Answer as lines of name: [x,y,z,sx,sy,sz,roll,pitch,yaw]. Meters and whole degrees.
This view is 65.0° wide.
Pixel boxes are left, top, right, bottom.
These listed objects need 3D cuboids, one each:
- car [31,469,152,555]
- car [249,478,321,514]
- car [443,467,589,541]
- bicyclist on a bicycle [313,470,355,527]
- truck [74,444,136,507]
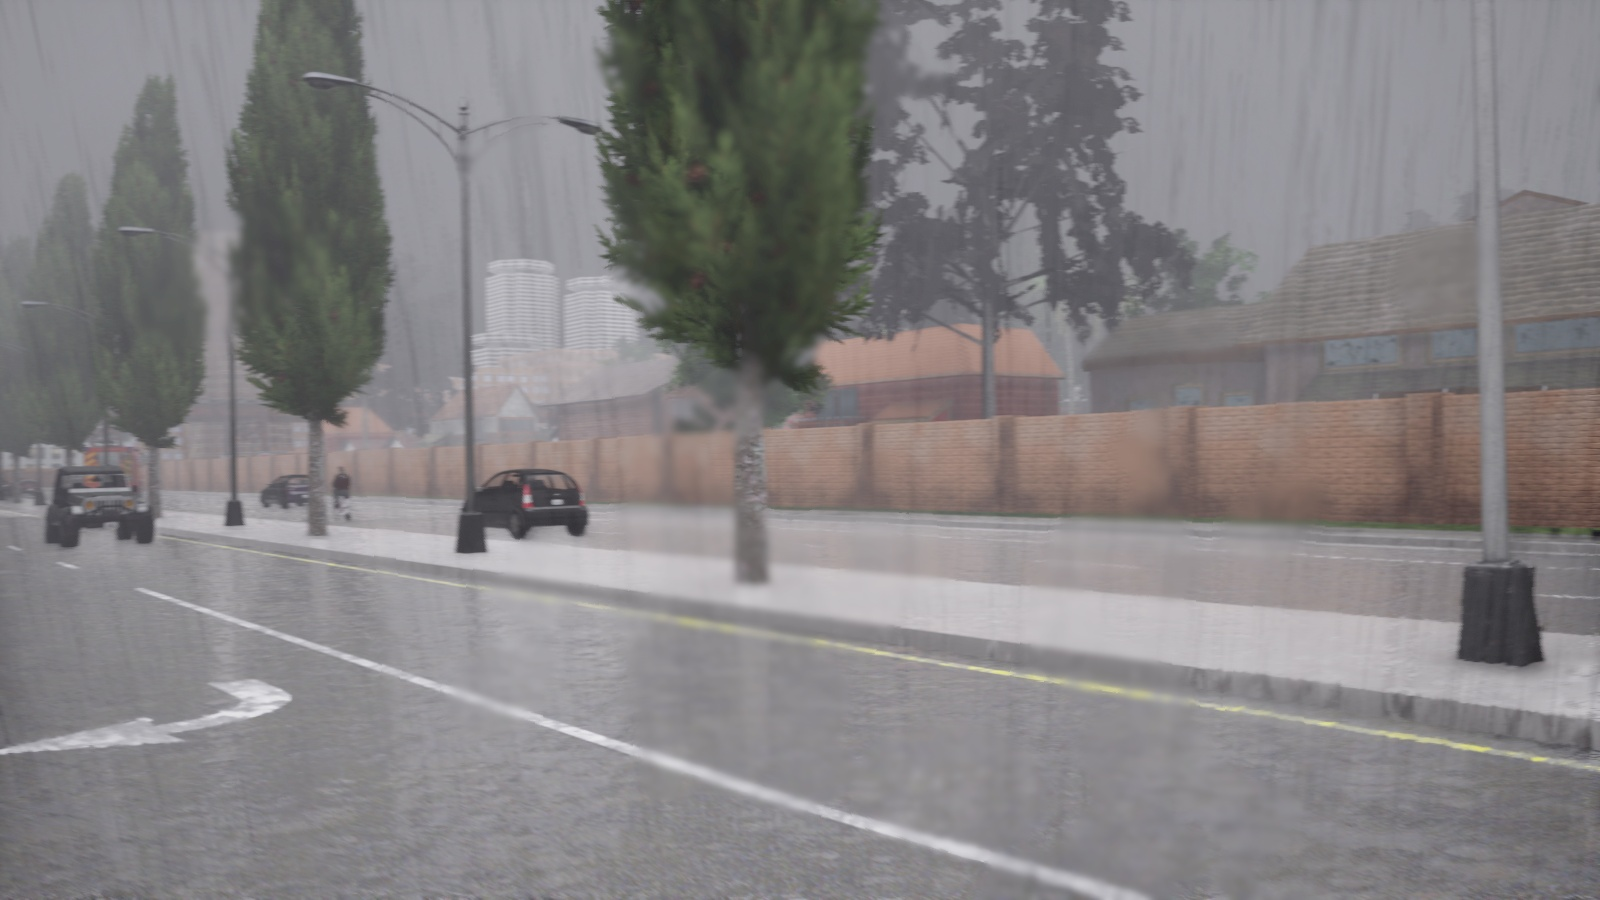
car: [-17.122,1.454,30.286,1.905,1.878,3.866,-1,-1,-39]
car: [-22.982,2.026,55.969,1.816,1.474,4.193,-1,-1,-39]
car: [-6.925,1.277,30.361,1.851,1.617,3.988,-1,-1,-39]
bicyclist on a bicycle: [-15.018,1.547,40.447,0.659,1.776,1.843,-1,0,-39]
truck: [-45.303,1.656,82.063,2.891,3.827,8.468,-1,0,-25]
